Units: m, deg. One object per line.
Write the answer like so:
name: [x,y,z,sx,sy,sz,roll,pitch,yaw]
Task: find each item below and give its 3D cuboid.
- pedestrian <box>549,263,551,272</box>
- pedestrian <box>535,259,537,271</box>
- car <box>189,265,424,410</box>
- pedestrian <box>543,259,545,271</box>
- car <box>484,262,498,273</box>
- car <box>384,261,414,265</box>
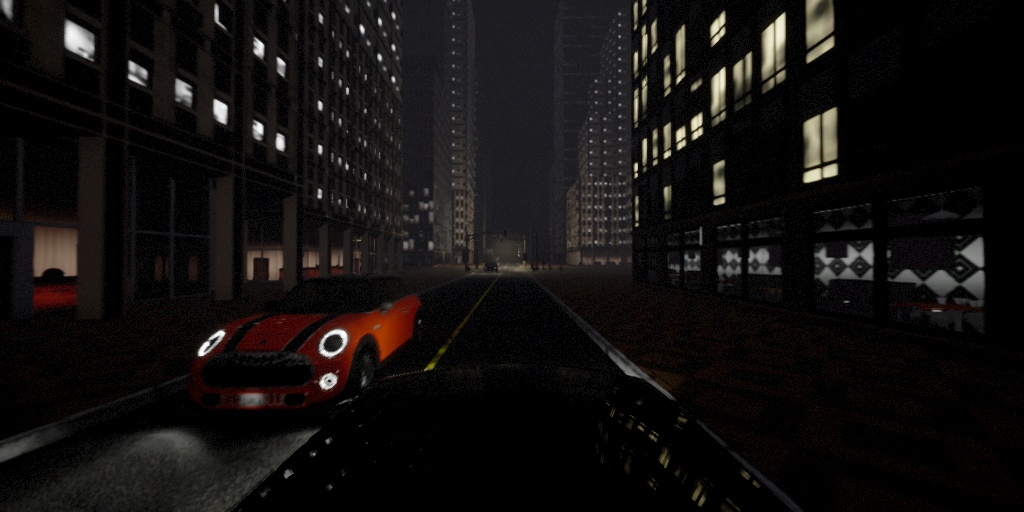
pedestrian: [5.622,1.641,53.133,0.375,1.300,0.375,0,-1,0]
pedestrian: [3.621,1.276,53.737,0.375,1.860,0.375,0,-1,0]
car: [-3.101,1.138,6.522,2.097,1.767,4.553,0,0,0]
pedestrian: [4.621,1.299,52.536,0.375,1.860,0.375,0,-1,0]
car: [-3.015,1.636,52.135,1.882,1.535,5.008,0,0,0]
car: [-18.914,1.582,58.154,4.829,1.417,1.751,0,0,-1]
